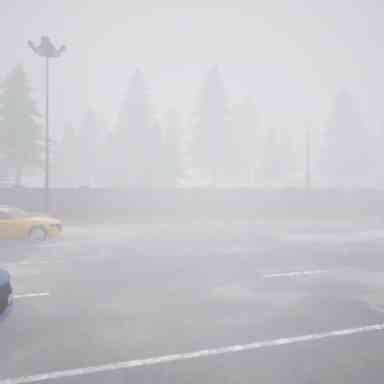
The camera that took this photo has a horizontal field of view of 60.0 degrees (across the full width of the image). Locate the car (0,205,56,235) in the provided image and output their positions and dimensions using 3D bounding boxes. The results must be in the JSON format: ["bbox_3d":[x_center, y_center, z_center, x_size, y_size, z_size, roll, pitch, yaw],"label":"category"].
[{"bbox_3d":[-9.930,1.460,17.897,4.674,1.442,1.812,0,0,-17],"label":"car"}]

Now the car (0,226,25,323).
[{"bbox_3d":[-5.323,1.451,4.652,5.008,1.535,1.882,0,0,-17],"label":"car"}]

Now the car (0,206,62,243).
[{"bbox_3d":[-8.431,1.423,14.683,5.008,1.535,1.882,0,0,-17],"label":"car"}]
